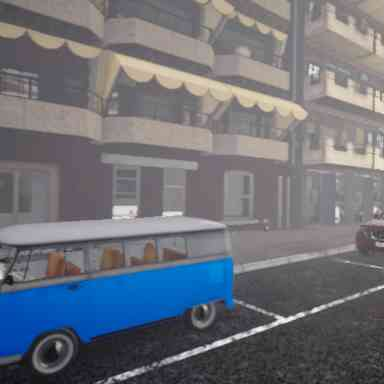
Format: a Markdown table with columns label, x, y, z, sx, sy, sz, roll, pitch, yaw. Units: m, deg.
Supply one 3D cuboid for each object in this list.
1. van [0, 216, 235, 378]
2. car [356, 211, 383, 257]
| label | x | y | z | sx | sy | sz | roll | pitch | yaw |
| --- | --- | --- | --- | --- | --- | --- | --- | --- | --- |
| van | -1.167 | 1.338 | 5.240 | 3.998 | 1.788 | 1.690 | 0 | 2 | -35 |
| car | 7.836 | 1.297 | 11.666 | 5.009 | 1.841 | 2.192 | 0 | 1 | -35 |
